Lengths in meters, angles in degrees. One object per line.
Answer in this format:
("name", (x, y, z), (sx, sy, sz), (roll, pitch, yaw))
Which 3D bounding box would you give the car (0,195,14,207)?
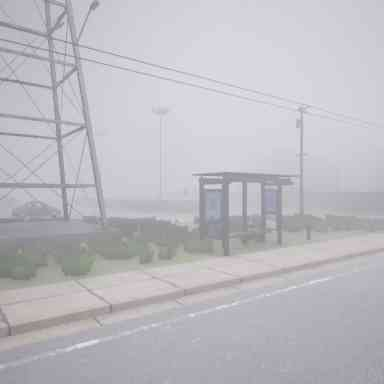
("car", (-27.477, 1.318, 47.340), (4.605, 1.855, 1.932), (0, 0, -37))

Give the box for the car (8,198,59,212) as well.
("car", (-13.767, 1.528, 29.524), (3.905, 1.438, 1.784), (0, 0, -37))
